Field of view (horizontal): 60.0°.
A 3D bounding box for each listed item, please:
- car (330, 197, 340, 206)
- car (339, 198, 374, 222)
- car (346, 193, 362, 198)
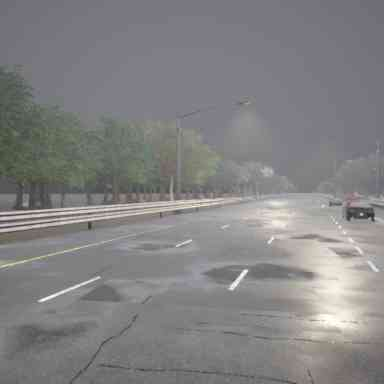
[{"bbox_3d":[23.810,1.560,54.880,1.994,1.385,4.181,0,0,25],"label":"car"},{"bbox_3d":[13.293,1.492,26.755,1.882,1.535,5.008,0,0,20],"label":"car"},{"bbox_3d":[36.297,1.214,74.617,2.150,2.045,5.566,0,0,41],"label":"car"}]
